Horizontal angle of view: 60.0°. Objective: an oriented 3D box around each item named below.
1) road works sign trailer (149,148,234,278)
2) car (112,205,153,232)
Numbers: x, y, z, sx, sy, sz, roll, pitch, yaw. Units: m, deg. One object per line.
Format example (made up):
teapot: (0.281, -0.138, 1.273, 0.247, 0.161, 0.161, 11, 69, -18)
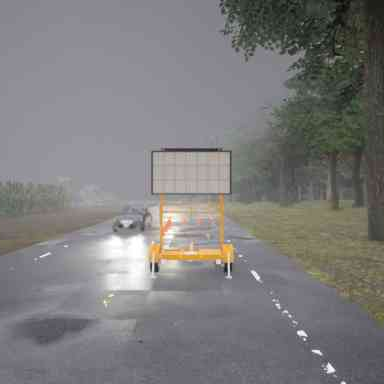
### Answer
road works sign trailer: (-0.015, 0.480, 10.139, 2.380, 3.560, 2.880, 0, 0, 0)
car: (-3.536, 1.540, 20.357, 2.128, 1.511, 4.902, 0, 0, 0)
